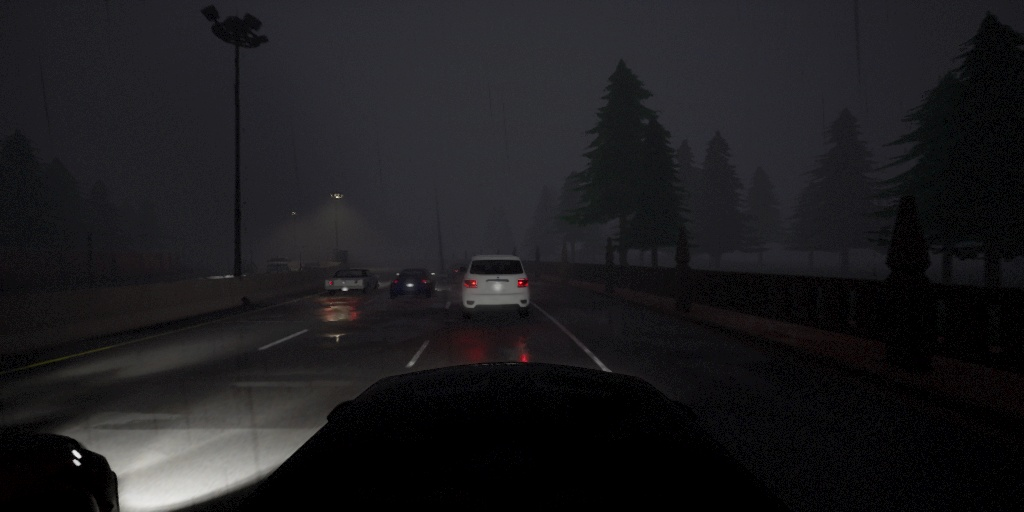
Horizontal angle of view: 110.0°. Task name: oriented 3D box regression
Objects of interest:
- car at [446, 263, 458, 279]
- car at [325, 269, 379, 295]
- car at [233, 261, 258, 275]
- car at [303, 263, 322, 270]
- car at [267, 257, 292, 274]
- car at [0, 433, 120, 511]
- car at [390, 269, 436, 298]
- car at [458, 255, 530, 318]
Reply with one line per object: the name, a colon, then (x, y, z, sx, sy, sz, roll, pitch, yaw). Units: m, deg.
car: (-4.869, 1.322, 33.216, 2.033, 1.411, 5.357, 0, 0, -17)
car: (-8.859, 1.388, 20.311, 1.895, 1.301, 4.718, 0, 0, -11)
car: (-31.704, 1.370, 42.754, 2.128, 1.511, 4.902, 0, 0, -28)
car: (-24.344, 1.452, 43.802, 1.895, 1.301, 4.718, 0, 0, -27)
car: (-28.082, 1.087, 43.435, 2.150, 2.045, 5.566, 0, 0, -27)
car: (-3.554, 1.327, 0.550, 1.994, 1.385, 4.181, 0, 0, 0)
car: (-5.075, 1.337, 18.749, 1.994, 1.385, 4.181, 0, 0, -9)
car: (-0.716, 0.976, 13.255, 2.150, 2.045, 5.566, 0, 0, -6)
